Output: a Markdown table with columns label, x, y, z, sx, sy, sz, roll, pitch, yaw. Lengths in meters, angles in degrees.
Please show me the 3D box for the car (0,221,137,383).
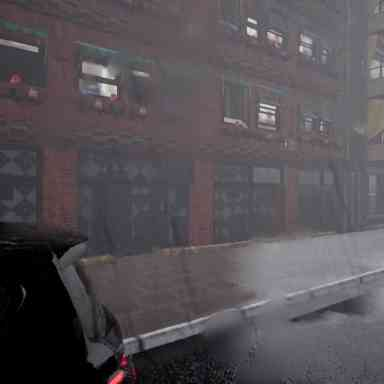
| label | x | y | z | sx | sy | sz | roll | pitch | yaw |
| --- | --- | --- | --- | --- | --- | --- | --- | --- | --- |
| car | -2.879 | 1.221 | 1.018 | 5.566 | 2.045 | 2.150 | 0 | 0 | -36 |
